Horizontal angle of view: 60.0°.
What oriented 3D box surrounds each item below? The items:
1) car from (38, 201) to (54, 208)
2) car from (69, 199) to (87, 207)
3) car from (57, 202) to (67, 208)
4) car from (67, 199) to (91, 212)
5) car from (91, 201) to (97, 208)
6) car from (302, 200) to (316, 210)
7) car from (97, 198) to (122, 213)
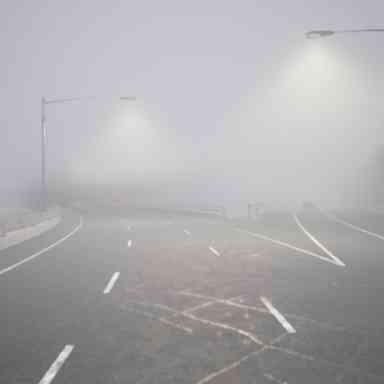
[{"bbox_3d":[-30.093,2.562,68.409,1.837,1.490,4.892,0,-1,-45],"label":"car"},{"bbox_3d":[-25.083,2.403,73.309,1.837,1.490,4.892,0,-1,-45],"label":"car"},{"bbox_3d":[-26.539,2.639,69.686,1.895,1.301,4.718,0,-1,-42],"label":"car"},{"bbox_3d":[-17.556,2.229,51.383,1.882,1.535,5.008,0,-1,-30],"label":"car"},{"bbox_3d":[-18.587,2.433,65.479,2.128,1.511,4.902,0,-1,-39],"label":"car"},{"bbox_3d":[18.304,2.022,51.936,1.882,1.535,5.008,-1,-2,20],"label":"car"},{"bbox_3d":[-11.851,1.886,48.501,2.150,2.045,5.566,0,-1,-28],"label":"car"}]
